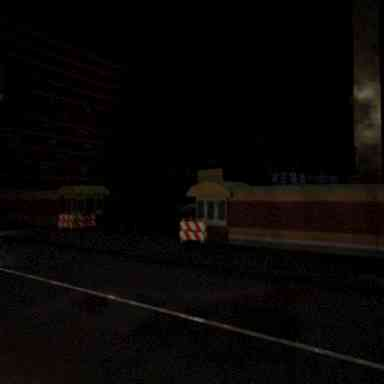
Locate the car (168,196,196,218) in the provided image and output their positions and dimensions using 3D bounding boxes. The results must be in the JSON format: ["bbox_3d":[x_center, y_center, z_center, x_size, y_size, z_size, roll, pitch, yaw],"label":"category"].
[{"bbox_3d":[-0.276,1.308,28.730,3.866,1.878,1.905,-1,0,35],"label":"car"}]
